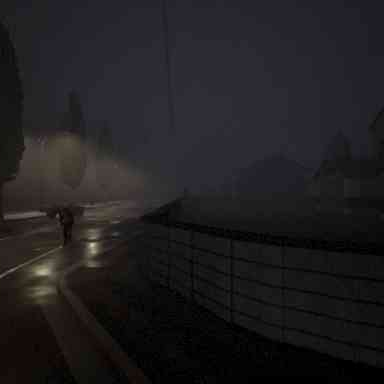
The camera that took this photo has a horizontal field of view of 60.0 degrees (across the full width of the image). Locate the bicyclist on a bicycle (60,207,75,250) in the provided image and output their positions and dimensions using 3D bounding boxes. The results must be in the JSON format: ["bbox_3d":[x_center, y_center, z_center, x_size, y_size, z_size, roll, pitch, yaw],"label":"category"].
[{"bbox_3d":[-4.994,1.450,13.347,0.582,1.620,1.656,0,-2,-33],"label":"bicyclist on a bicycle"}]

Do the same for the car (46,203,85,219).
[{"bbox_3d":[-10.890,1.601,29.104,1.895,1.301,4.718,0,0,-1],"label":"car"}]
